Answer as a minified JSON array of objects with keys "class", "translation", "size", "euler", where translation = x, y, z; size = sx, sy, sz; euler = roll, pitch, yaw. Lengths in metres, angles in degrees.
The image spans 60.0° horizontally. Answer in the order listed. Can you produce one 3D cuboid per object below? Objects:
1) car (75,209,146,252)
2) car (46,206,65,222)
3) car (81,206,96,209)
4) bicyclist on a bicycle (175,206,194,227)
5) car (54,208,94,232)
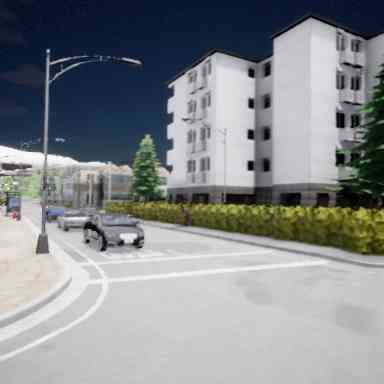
[{"class":"car","translation":[-3.679,1.729,15.333],"size":[2.128,1.511,4.902],"euler":[2,-2,-29]},{"class":"car","translation":[-13.170,2.063,32.393],"size":[1.882,1.535,5.008],"euler":[2,-2,-29]},{"class":"car","translation":[-11.743,2.293,37.386],"size":[2.033,1.411,5.357],"euler":[2,-2,-29]},{"class":"bicyclist on a bicycle","translation":[-0.575,1.857,25.136],"size":[1.656,1.620,0.582],"euler":[1,-2,-29]},{"class":"car","translation":[-8.221,2.004,23.476],"size":[1.895,1.301,4.718],"euler":[2,-2,-29]}]
